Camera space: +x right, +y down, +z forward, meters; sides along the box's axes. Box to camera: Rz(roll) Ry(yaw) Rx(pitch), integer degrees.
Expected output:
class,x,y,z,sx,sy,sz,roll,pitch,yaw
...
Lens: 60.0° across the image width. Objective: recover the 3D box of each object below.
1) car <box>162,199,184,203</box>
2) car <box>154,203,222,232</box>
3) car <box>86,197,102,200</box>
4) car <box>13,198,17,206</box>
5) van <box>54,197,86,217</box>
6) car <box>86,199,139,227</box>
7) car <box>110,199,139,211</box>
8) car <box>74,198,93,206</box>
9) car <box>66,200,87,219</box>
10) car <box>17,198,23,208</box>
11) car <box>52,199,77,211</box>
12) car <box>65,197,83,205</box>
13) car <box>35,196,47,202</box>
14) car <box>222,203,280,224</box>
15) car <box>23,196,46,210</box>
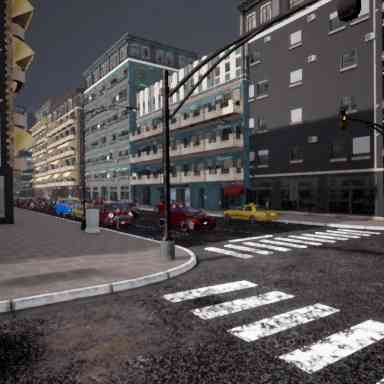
class,x,y,z,sx,sy,sz,roll,pitch,yaw
car,-2.186,1.441,33.339,1.967,1.590,4.097,-1,1,-36
car,-0.391,1.623,20.865,1.994,1.385,4.181,-1,1,-36
car,-15.048,1.501,51.356,1.967,1.590,4.097,-1,1,-36
car,-31.513,1.782,60.002,1.887,1.381,4.507,-1,1,-36
van,-12.223,1.483,32.975,1.690,1.788,3.998,-1,1,-36
car,-5.791,1.553,23.968,1.967,1.590,4.097,-1,1,-36
car,-8.616,1.581,42.349,2.008,1.369,4.403,-1,1,-36
car,-18.262,1.643,55.862,1.947,1.339,4.313,-1,1,-36
car,-8.906,1.652,28.334,1.752,1.417,4.829,-1,1,-36
car,-25.082,1.769,50.994,1.947,1.339,4.313,-1,1,-36
car,-16.982,1.641,44.180,1.837,1.490,4.892,-1,0,-35
car,-21.478,1.645,60.366,2.008,1.369,4.403,-1,1,-36
car,-37.555,1.727,82.888,1.887,1.381,4.507,-1,1,-36
car,4.147,1.498,24.471,1.752,1.417,4.829,-1,1,-36
car,-21.869,1.628,46.489,1.967,1.590,4.097,-1,1,-36
